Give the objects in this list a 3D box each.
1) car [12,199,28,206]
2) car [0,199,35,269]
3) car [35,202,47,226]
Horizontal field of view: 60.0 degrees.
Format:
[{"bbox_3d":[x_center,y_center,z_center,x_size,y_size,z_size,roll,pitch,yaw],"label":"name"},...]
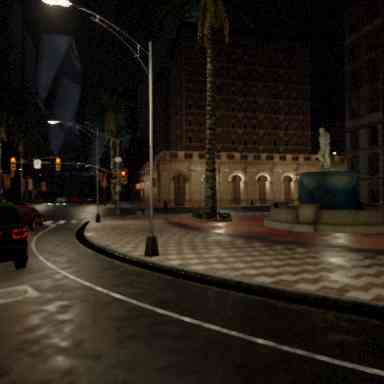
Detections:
[{"bbox_3d":[-38.554,2.343,74.551,2.161,1.482,4.786,0,0,-15],"label":"car"},{"bbox_3d":[-6.876,1.345,10.986,2.150,2.045,5.566,0,0,-34],"label":"car"},{"bbox_3d":[-11.642,1.733,23.016,1.882,1.535,5.008,0,0,-14],"label":"car"}]
